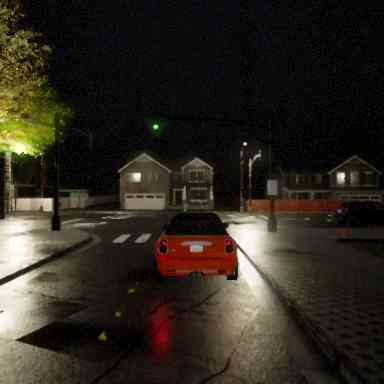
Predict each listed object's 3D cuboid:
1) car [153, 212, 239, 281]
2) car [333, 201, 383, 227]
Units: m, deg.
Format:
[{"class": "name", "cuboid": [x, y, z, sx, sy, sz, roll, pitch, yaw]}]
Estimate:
[{"class": "car", "cuboid": [0.083, 1.359, 9.997, 2.097, 1.767, 4.553, 0, 0, -1]}, {"class": "car", "cuboid": [12.078, 1.388, 22.438, 4.553, 1.767, 2.097, 0, -1, 1]}]
